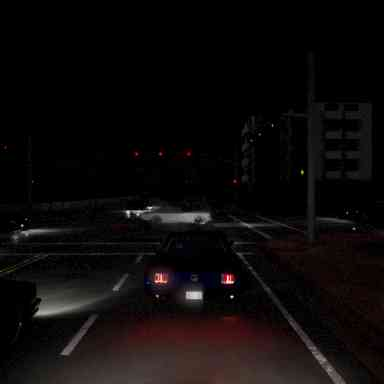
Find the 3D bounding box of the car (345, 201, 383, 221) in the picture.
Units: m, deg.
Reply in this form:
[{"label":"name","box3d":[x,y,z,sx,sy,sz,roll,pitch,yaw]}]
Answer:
[{"label":"car","box3d":[15.001,1.505,27.013,4.892,1.490,1.837,0,0,-2]}]

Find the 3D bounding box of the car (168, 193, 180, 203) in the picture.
[{"label":"car","box3d":[-3.647,1.221,67.338,2.150,2.045,5.566,0,0,0]}]

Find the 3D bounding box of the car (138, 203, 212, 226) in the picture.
[{"label":"car","box3d":[-1.003,1.601,22.712,4.718,1.301,1.895,0,0,-1]}]

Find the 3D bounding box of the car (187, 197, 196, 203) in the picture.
[{"label":"car","box3d":[-0.147,1.601,67.360,1.895,1.301,4.718,0,0,0]}]

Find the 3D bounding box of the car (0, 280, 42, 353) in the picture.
[{"label":"car","box3d":[-3.452,1.547,3.087,2.033,1.411,5.357,0,0,0]}]

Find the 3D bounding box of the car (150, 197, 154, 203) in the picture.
[{"label":"car","box3d":[-7.195,1.504,53.445,1.837,1.490,4.892,0,0,0]}]

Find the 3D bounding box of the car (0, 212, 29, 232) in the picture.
[{"label":"car","box3d":[-12.414,1.548,19.116,5.357,1.411,2.033,0,0,-1]}]

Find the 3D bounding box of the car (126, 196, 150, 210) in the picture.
[{"label":"car","box3d":[-7.178,1.547,43.300,2.033,1.411,5.357,0,0,0]}]

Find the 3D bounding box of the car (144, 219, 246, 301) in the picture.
[{"label":"car","box3d":[0.114,1.601,8.291,1.895,1.301,4.718,0,0,2]}]
